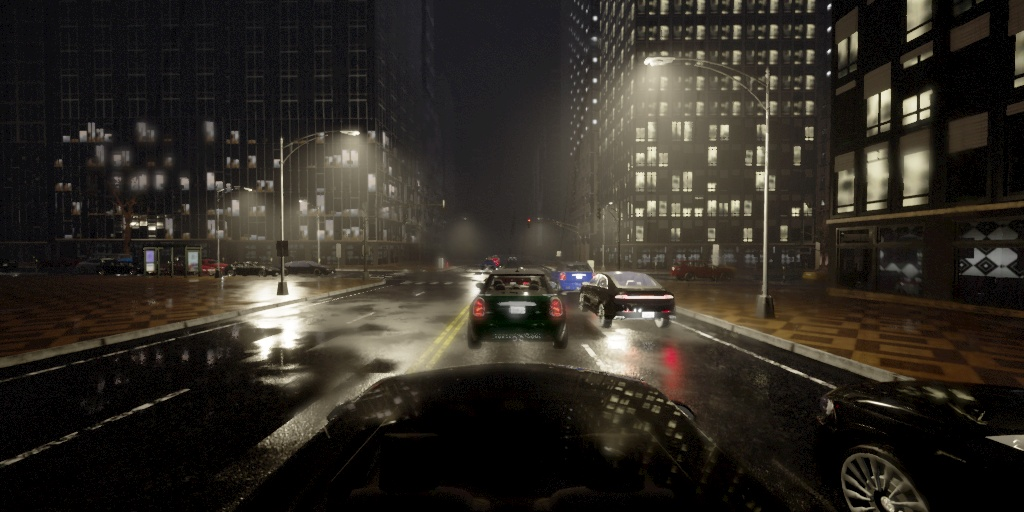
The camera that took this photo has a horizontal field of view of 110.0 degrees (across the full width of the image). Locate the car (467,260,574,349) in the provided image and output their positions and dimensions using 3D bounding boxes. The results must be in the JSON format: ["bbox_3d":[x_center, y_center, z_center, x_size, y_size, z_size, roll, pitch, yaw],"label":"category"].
[{"bbox_3d":[0.111,1.099,9.306,2.097,1.767,4.553,0,0,0],"label":"car"}]

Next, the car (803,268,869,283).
[{"bbox_3d":[27.684,1.579,30.555,4.829,1.417,1.751,0,0,1],"label":"car"}]

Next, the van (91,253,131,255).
[{"bbox_3d":[-45.231,0.605,40.353,3.998,1.789,1.690,0,0,1],"label":"van"}]

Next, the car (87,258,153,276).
[{"bbox_3d":[-34.053,1.069,31.676,4.313,1.339,1.948,0,0,1],"label":"car"}]

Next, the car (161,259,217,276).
[{"bbox_3d":[-28.372,1.138,31.494,4.207,1.307,1.802,0,0,1],"label":"car"}]

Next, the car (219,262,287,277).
[{"bbox_3d":[-22.689,1.173,31.353,4.313,1.339,1.948,0,0,1],"label":"car"}]

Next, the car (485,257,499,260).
[{"bbox_3d":[-3.275,1.241,50.808,1.812,1.442,4.674,0,0,0],"label":"car"}]

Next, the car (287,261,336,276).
[{"bbox_3d":[-19.660,1.139,33.980,5.357,1.411,2.033,0,1,0],"label":"car"}]

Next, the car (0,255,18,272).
[{"bbox_3d":[-51.671,0.522,34.764,5.566,2.045,2.150,0,1,2],"label":"car"}]

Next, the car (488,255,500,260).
[{"bbox_3d":[-3.243,0.925,61.032,2.150,2.045,5.566,0,0,0],"label":"car"}]

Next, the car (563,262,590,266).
[{"bbox_3d":[3.377,1.092,20.122,2.097,1.767,4.553,0,0,0],"label":"car"}]

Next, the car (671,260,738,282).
[{"bbox_3d":[16.236,1.269,30.769,5.009,1.841,2.192,0,0,1],"label":"car"}]

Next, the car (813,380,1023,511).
[{"bbox_3d":[3.344,1.242,0.888,2.128,1.511,4.902,0,0,0],"label":"car"}]

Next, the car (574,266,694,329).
[{"bbox_3d":[3.364,1.237,11.280,2.128,1.511,4.902,0,0,0],"label":"car"}]

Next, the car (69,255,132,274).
[{"bbox_3d":[-38.920,0.942,34.419,4.674,1.442,1.812,1,1,2],"label":"car"}]

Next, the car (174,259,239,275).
[{"bbox_3d":[-29.067,1.031,34.199,4.674,1.442,1.812,1,1,1],"label":"car"}]
